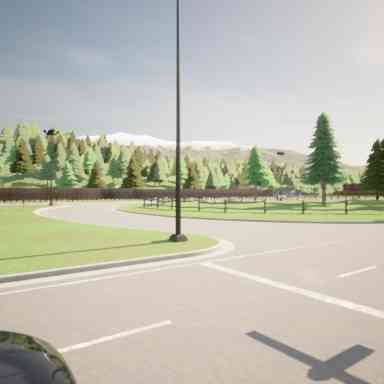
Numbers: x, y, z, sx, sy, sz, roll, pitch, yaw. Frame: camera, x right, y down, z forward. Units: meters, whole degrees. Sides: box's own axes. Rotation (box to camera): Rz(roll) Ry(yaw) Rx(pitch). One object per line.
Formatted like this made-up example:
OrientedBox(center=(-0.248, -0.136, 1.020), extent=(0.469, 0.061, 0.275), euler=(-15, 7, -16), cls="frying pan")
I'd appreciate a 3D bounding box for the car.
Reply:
OrientedBox(center=(-3.052, 1.505, 1.568), extent=(4.892, 1.490, 1.837), euler=(0, 0, -35), cls="car")
